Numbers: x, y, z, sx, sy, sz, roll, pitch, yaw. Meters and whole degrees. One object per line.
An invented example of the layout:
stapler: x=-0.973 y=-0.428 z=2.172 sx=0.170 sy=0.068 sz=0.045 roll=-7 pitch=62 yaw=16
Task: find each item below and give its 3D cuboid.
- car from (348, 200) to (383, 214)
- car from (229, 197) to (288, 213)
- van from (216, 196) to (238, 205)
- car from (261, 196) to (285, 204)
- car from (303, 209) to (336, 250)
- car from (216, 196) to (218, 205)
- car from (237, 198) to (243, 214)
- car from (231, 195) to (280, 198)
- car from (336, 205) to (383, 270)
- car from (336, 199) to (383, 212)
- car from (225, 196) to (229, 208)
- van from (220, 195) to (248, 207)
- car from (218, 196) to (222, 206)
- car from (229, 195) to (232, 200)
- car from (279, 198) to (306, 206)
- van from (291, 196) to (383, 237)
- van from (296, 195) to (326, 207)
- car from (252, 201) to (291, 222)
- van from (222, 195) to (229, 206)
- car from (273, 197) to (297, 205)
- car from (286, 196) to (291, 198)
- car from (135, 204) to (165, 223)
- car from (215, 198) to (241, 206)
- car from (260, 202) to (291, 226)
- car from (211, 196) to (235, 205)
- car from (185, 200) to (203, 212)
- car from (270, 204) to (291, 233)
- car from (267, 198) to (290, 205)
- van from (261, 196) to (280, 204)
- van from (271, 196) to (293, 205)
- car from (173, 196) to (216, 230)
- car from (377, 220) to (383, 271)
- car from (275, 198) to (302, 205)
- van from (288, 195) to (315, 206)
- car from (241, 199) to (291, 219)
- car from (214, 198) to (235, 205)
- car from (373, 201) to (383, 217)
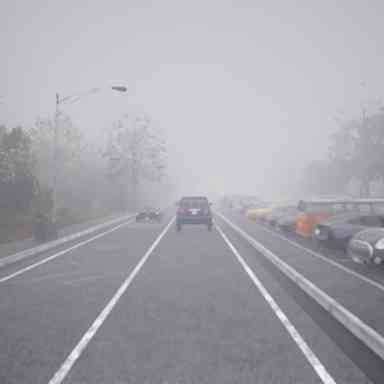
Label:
car: x=20.221 y=1.638 z=37.226 sx=4.674 sy=1.452 sz=2.002 roll=0 pitch=0 yaw=0
car: x=6.942 y=1.590 z=34.650 sx=5.366 sy=1.575 sz=1.946 roll=0 pitch=0 yaw=0
van: x=7.458 y=1.812 z=70.719 sx=4.442 sy=1.987 sz=1.878 roll=0 pitch=-1 yaw=0
car: x=20.530 y=2.063 z=84.295 sx=5.566 sy=2.045 sz=2.435 roll=0 pitch=-2 yaw=0
car: x=7.025 y=1.532 z=12.439 sx=4.792 sy=1.488 sz=2.163 roll=0 pitch=0 yaw=0
car: x=7.262 y=1.899 z=62.389 sx=4.792 sy=1.488 sz=2.163 roll=0 pitch=-1 yaw=0
car: x=7.105 y=1.583 z=31.873 sx=4.892 sy=1.521 sz=2.231 roll=0 pitch=0 yaw=0
car: x=7.113 y=1.479 z=37.426 sx=4.553 sy=1.767 sz=2.185 roll=0 pitch=0 yaw=0
car: x=7.011 y=1.368 z=9.667 sx=4.553 sy=1.767 sz=2.185 roll=0 pitch=0 yaw=0
car: x=20.234 y=1.610 z=39.998 sx=5.008 sy=1.535 sz=2.097 roll=0 pitch=0 yaw=0
car: x=7.171 y=1.627 z=42.978 sx=5.008 sy=1.535 sz=2.097 roll=0 pitch=0 yaw=0
van: x=7.143 y=1.532 z=56.843 sx=4.442 sy=1.987 sz=1.878 roll=0 pitch=-1 yaw=0
car: x=7.255 y=1.410 z=51.307 sx=5.566 sy=2.045 sz=2.435 roll=0 pitch=0 yaw=0
car: x=7.129 y=1.490 z=40.202 sx=4.553 sy=1.767 sz=2.185 roll=0 pitch=0 yaw=0
car: x=20.399 y=1.972 z=67.675 sx=5.008 sy=1.535 sz=2.097 roll=0 pitch=-1 yaw=0
van: x=7.129 y=1.288 z=15.216 sx=4.442 sy=1.987 sz=1.878 roll=0 pitch=0 yaw=0
van: x=20.221 y=1.523 z=56.603 sx=4.442 sy=1.987 sz=1.878 roll=0 pitch=-1 yaw=0
car: x=7.033 y=1.578 z=23.545 sx=4.792 sy=1.488 sz=2.163 roll=0 pitch=0 yaw=0
van: x=7.093 y=1.424 z=48.531 sx=4.442 sy=1.987 sz=1.878 roll=0 pitch=0 yaw=0
car: x=20.405 y=1.958 z=73.218 sx=4.553 sy=1.767 sz=2.185 roll=0 pitch=-1 yaw=0
car: x=20.170 y=1.802 z=59.366 sx=5.366 sy=1.575 sz=1.946 roll=0 pitch=-1 yaw=0
car: x=-3.289 y=1.663 z=26.659 sx=1.895 sy=1.301 sz=4.718 roll=0 pitch=0 yaw=0
car: x=7.331 y=1.981 z=67.940 sx=5.008 sy=1.535 sz=2.097 roll=0 pitch=-1 yaw=0
car: x=7.016 y=1.566 z=20.768 sx=4.792 sy=1.488 sz=2.163 roll=0 pitch=0 yaw=0
car: x=7.363 y=1.954 z=79.047 sx=5.566 sy=2.045 sz=2.435 roll=0 pitch=-1 yaw=0
car: x=0.223 y=1.689 z=41.546 sx=2.033 sy=1.411 sz=5.357 roll=0 pitch=0 yaw=0
car: x=7.000 y=1.555 z=17.992 sx=4.792 sy=1.488 sz=2.163 roll=0 pitch=0 yaw=0
car: x=20.463 y=2.196 z=78.755 sx=4.892 sy=1.521 sz=2.231 roll=0 pitch=-1 yaw=0
van: x=20.637 y=2.164 z=87.185 sx=4.442 sy=1.987 sz=1.878 roll=0 pitch=-2 yaw=0
van: x=20.570 y=1.914 z=75.988 sx=4.442 sy=1.987 sz=1.878 roll=0 pitch=-1 yaw=0
car: x=0.142 y=1.267 z=21.489 sx=2.150 sy=2.045 sz=5.566 roll=0 pitch=0 yaw=0
car: x=6.957 y=1.490 z=6.887 sx=4.892 sy=1.521 sz=2.231 roll=0 pitch=0 yaw=0
car: x=20.416 y=2.030 z=70.571 sx=5.008 sy=1.535 sz=2.097 roll=0 pitch=-1 yaw=0
van: x=20.488 y=1.635 z=62.140 sx=4.442 sy=1.987 sz=1.878 roll=0 pitch=-1 yaw=0
car: x=6.893 y=1.556 z=26.322 sx=5.366 sy=1.575 sz=1.946 roll=0 pitch=0 yaw=0
car: x=7.404 y=2.179 z=76.265 sx=4.792 sy=1.488 sz=2.163 roll=0 pitch=-1 yaw=0
car: x=20.194 y=1.616 z=31.812 sx=4.674 sy=1.452 sz=2.002 roll=0 pitch=0 yaw=0
